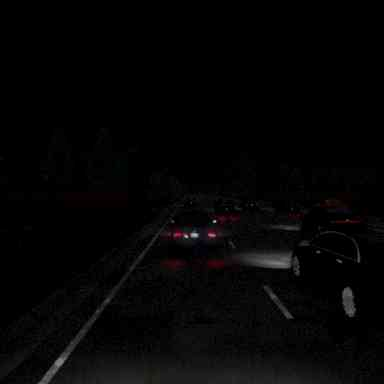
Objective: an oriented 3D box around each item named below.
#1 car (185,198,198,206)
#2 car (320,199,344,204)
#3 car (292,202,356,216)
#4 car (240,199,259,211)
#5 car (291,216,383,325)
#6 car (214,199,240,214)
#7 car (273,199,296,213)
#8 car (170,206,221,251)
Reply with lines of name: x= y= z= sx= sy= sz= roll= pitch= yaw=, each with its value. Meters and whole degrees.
car: x=-0.110 y=1.564 z=50.220 sx=1.994 sy=1.385 sz=4.181 roll=0 pitch=0 yaw=0
car: x=13.972 y=1.477 z=33.913 sx=1.882 sy=1.535 sz=5.008 roll=0 pitch=0 yaw=0
car: x=7.051 y=1.506 z=17.402 sx=1.837 sy=1.490 sz=4.892 roll=0 pitch=0 yaw=0
car: x=6.931 y=1.547 z=40.914 sx=2.033 sy=1.411 sz=5.357 roll=0 pitch=0 yaw=0
car: x=3.590 y=1.506 z=7.084 sx=1.837 sy=1.490 sz=4.892 roll=0 pitch=0 yaw=0
car: x=3.460 y=1.492 z=35.783 sx=2.128 sy=1.511 sz=4.902 roll=0 pitch=0 yaw=0
car: x=10.454 y=1.491 z=37.075 sx=2.128 sy=1.511 sz=4.902 roll=0 pitch=0 yaw=0
car: x=0.071 y=1.548 z=14.012 sx=2.033 sy=1.411 sz=5.357 roll=0 pitch=0 yaw=0
